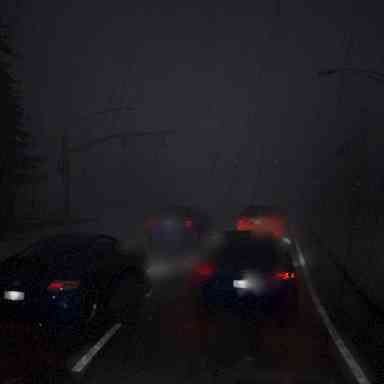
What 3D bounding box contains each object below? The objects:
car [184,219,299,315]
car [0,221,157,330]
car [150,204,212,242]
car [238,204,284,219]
[{"bbox_3d":[1.324,1.563,7.708,1.994,1.385,4.181,0,0,13],"label":"car"},{"bbox_3d":[-2.366,1.563,7.093,1.994,1.385,4.181,0,0,10],"label":"car"},{"bbox_3d":[-0.393,1.349,15.563,2.097,1.767,4.553,0,0,14],"label":"car"},{"bbox_3d":[3.352,1.349,16.105,2.097,1.767,4.553,0,0,14],"label":"car"}]
